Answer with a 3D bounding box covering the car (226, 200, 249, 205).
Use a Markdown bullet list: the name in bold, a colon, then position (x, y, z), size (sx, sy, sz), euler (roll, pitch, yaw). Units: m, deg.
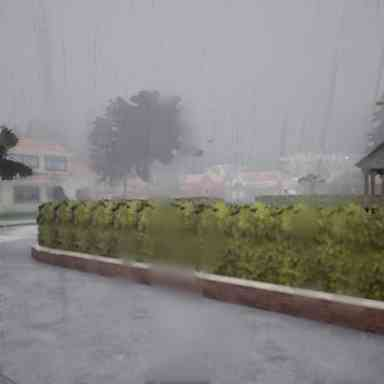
- **car**: position (5.153, 1.619, 37.753), size (2.128, 1.511, 4.902), euler (-1, 0, 36)
